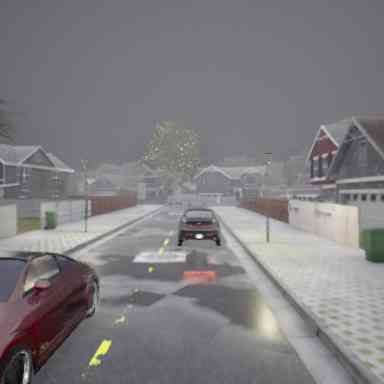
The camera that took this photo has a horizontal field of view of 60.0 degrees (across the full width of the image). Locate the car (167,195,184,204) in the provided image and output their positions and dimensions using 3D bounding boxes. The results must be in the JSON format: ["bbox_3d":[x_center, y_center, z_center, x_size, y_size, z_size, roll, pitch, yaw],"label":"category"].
[{"bbox_3d":[-2.209,1.130,45.205,1.837,1.490,4.892,0,0,1],"label":"car"}]

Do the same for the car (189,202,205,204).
[{"bbox_3d":[0.491,1.614,33.119,1.895,1.301,4.718,0,0,0],"label":"car"}]

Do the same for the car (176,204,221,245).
[{"bbox_3d":[0.321,1.511,15.668,1.837,1.490,4.892,0,0,1],"label":"car"}]

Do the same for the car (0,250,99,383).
[{"bbox_3d":[-2.749,1.564,4.621,1.994,1.385,4.181,0,0,1],"label":"car"}]
